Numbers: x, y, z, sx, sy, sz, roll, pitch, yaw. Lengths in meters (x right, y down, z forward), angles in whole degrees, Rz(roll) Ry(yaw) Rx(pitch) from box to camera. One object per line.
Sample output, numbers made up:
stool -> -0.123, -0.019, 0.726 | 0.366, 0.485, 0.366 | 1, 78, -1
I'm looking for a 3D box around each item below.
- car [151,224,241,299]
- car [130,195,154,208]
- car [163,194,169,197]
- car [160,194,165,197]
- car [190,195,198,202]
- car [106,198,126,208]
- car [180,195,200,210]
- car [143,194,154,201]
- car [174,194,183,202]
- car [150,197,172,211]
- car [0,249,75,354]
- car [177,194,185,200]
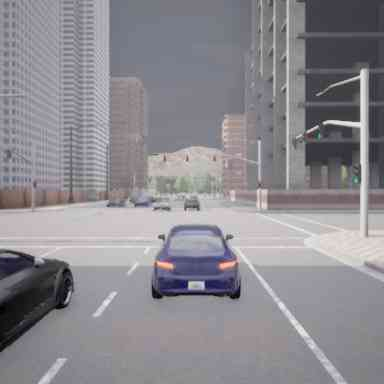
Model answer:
car -> 0.093, 1.519, 8.296 | 1.812, 1.442, 4.674 | 0, 0, 0
car -> -7.104, 1.439, 48.042 | 1.882, 1.535, 5.008 | 0, 1, 1
car -> -6.488, 1.224, 77.382 | 2.097, 1.767, 4.553 | 0, 0, 1
car -> -6.806, 1.550, 62.443 | 1.895, 1.301, 4.718 | 0, 0, 2
car -> 0.509, 1.460, 77.140 | 1.812, 1.442, 4.674 | 0, 0, 1
car -> -10.624, 1.526, 46.689 | 1.994, 1.385, 4.181 | 0, 0, 1
car -> 0.001, 1.457, 41.678 | 2.128, 1.511, 4.902 | 0, 0, 0
car -> -9.993, 1.352, 77.143 | 1.882, 1.535, 5.008 | 0, 0, 1
car -> -3.016, 1.528, 75.796 | 1.895, 1.301, 4.718 | 0, 0, 1
car -> -3.513, 1.568, 40.108 | 1.895, 1.301, 4.718 | 0, 0, 0
car -> -3.429, 1.560, 5.214 | 1.994, 1.385, 4.181 | 0, 0, 1
car -> -2.829, 1.323, 86.092 | 1.882, 1.535, 5.008 | 0, 0, 1
